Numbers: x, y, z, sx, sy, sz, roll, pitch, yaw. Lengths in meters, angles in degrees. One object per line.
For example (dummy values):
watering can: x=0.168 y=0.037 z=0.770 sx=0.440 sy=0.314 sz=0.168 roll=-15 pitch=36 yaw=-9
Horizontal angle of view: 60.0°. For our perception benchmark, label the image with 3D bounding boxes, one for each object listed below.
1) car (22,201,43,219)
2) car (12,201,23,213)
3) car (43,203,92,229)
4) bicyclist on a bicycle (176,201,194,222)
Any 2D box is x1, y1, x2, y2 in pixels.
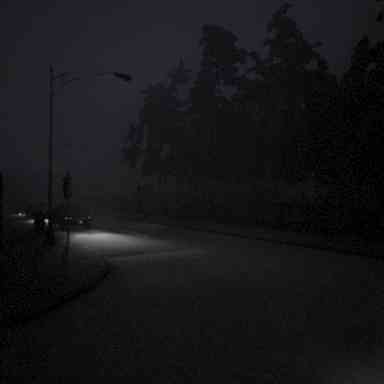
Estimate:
car: x=-14.036 y=1.700 z=30.715 sx=1.994 sy=1.385 sz=4.181 roll=1 pitch=-1 yaw=-34
car: x=-19.865 y=1.722 z=39.023 sx=1.994 sy=1.385 sz=4.181 roll=1 pitch=-1 yaw=-35
car: x=-8.268 y=1.604 z=22.505 sx=2.128 sy=1.511 sz=4.902 roll=1 pitch=-1 yaw=-35
bicyclist on a bicycle: x=-0.541 y=1.540 z=26.120 sx=1.656 sy=1.620 sz=0.582 roll=0 pitch=0 yaw=-35
